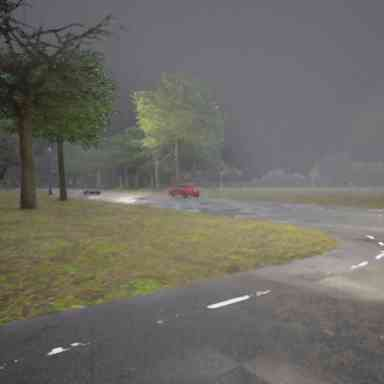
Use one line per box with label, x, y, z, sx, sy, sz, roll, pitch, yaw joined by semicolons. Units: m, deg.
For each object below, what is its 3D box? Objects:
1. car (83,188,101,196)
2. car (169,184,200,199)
car;-17.297;-0.009;57.309;1.895;1.301;4.718;-2;3;-34
car;-1.110;-0.144;46.653;2.150;2.045;5.566;-2;3;-36
